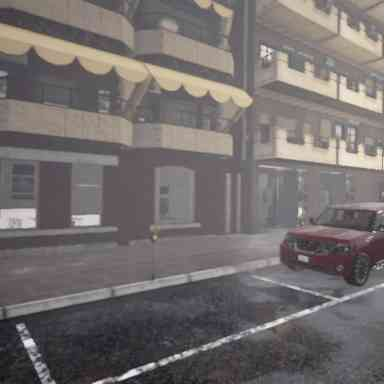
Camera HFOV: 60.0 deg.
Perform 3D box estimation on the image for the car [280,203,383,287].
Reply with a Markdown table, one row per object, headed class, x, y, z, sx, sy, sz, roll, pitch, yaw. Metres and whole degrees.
| class | x | y | z | sx | sy | sz | roll | pitch | yaw |
| --- | --- | --- | --- | --- | --- | --- | --- | --- | --- |
| car | 4.727 | 1.266 | 9.444 | 5.009 | 1.841 | 2.192 | 0 | 2 | -35 |
